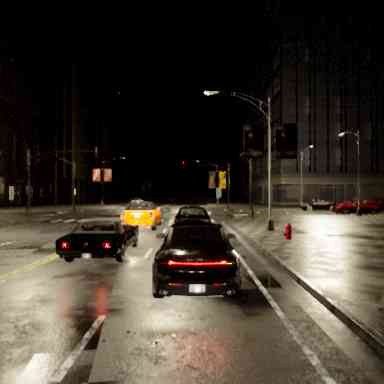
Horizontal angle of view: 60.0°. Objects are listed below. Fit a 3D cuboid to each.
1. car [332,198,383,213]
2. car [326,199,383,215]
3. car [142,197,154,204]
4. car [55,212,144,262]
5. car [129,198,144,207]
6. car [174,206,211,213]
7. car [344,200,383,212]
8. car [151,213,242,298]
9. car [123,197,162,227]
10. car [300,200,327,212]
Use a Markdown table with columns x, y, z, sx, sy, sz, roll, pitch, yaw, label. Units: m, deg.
| x | y | z | sx | sy | sz | roll | pitch | yaw | label |
| --- | --- | --- | --- | --- | --- | --- | --- | --- | --- |
| 18.596 | 1.510 | 37.153 | 5.008 | 1.535 | 1.882 | 0 | -1 | -1 | car |
| 15.361 | 1.560 | 31.336 | 4.206 | 1.307 | 1.802 | 0 | 0 | -1 | car |
| -9.641 | 1.892 | 73.728 | 2.033 | 1.411 | 5.357 | 0 | 0 | 0 | car |
| -3.131 | 1.609 | 12.071 | 1.895 | 1.301 | 4.718 | 0 | 0 | 0 | car |
| -9.734 | 1.767 | 58.286 | 1.812 | 1.442 | 4.674 | 0 | 0 | 0 | car |
| 0.026 | 1.499 | 17.953 | 1.882 | 1.535 | 5.008 | 0 | 0 | 0 | car |
| 20.884 | 1.621 | 39.939 | 4.313 | 1.339 | 1.947 | 0 | 0 | -1 | car |
| 0.110 | 1.507 | 8.462 | 1.837 | 1.490 | 4.892 | 0 | 0 | 0 | car |
| -3.118 | 1.385 | 21.064 | 2.097 | 1.767 | 4.553 | 0 | 0 | 0 | car |
| 15.244 | 1.640 | 39.860 | 4.313 | 1.339 | 1.947 | 0 | 0 | -1 | car |
